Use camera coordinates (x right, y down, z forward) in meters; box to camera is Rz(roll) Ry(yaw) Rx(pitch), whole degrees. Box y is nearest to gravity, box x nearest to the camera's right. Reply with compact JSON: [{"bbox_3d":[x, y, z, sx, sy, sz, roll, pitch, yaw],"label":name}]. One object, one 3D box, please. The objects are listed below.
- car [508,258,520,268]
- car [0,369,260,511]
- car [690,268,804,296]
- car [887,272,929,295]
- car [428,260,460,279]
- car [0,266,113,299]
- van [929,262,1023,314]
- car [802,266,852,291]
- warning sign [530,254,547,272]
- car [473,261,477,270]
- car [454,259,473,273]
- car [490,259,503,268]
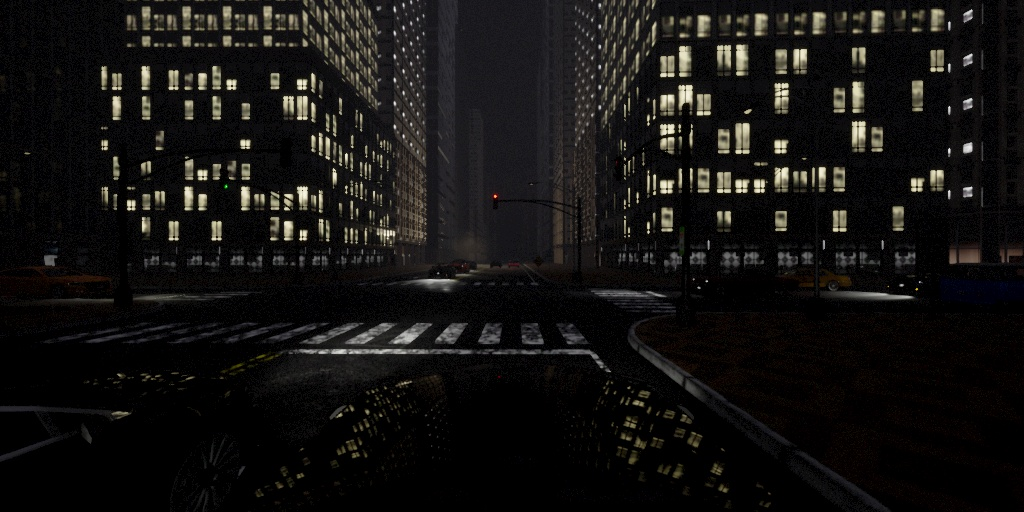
[{"bbox_3d":[0.306,1.466,64.434,1.895,1.301,4.718,0,0,0],"label":"car"},{"bbox_3d":[-3.155,1.241,1.188,2.128,1.511,4.902,0,0,0],"label":"car"},{"bbox_3d":[12.114,1.369,18.931,4.718,1.301,1.895,0,0,2],"label":"car"},{"bbox_3d":[22.213,1.339,18.507,4.181,1.385,1.994,0,0,3],"label":"car"},{"bbox_3d":[-6.446,1.345,33.388,1.994,1.385,4.181,0,0,0],"label":"car"},{"bbox_3d":[-22.310,1.237,17.221,5.008,1.535,1.882,0,0,0],"label":"car"},{"bbox_3d":[18.412,1.120,13.141,3.998,1.789,1.690,0,0,2],"label":"van"},{"bbox_3d":[17.181,1.294,21.319,4.829,1.417,1.751,0,0,2],"label":"car"},{"bbox_3d":[3.042,0.912,41.376,1.300,1.860,1.060,0,0,0],"label":"warning sign"},{"bbox_3d":[-6.342,1.377,53.881,2.033,1.411,5.357,0,0,0],"label":"car"},{"bbox_3d":[-6.397,1.153,43.385,2.097,1.767,4.553,0,0,0],"label":"car"},{"bbox_3d":[-2.847,1.368,63.817,1.837,1.490,4.892,0,0,0],"label":"car"}]
